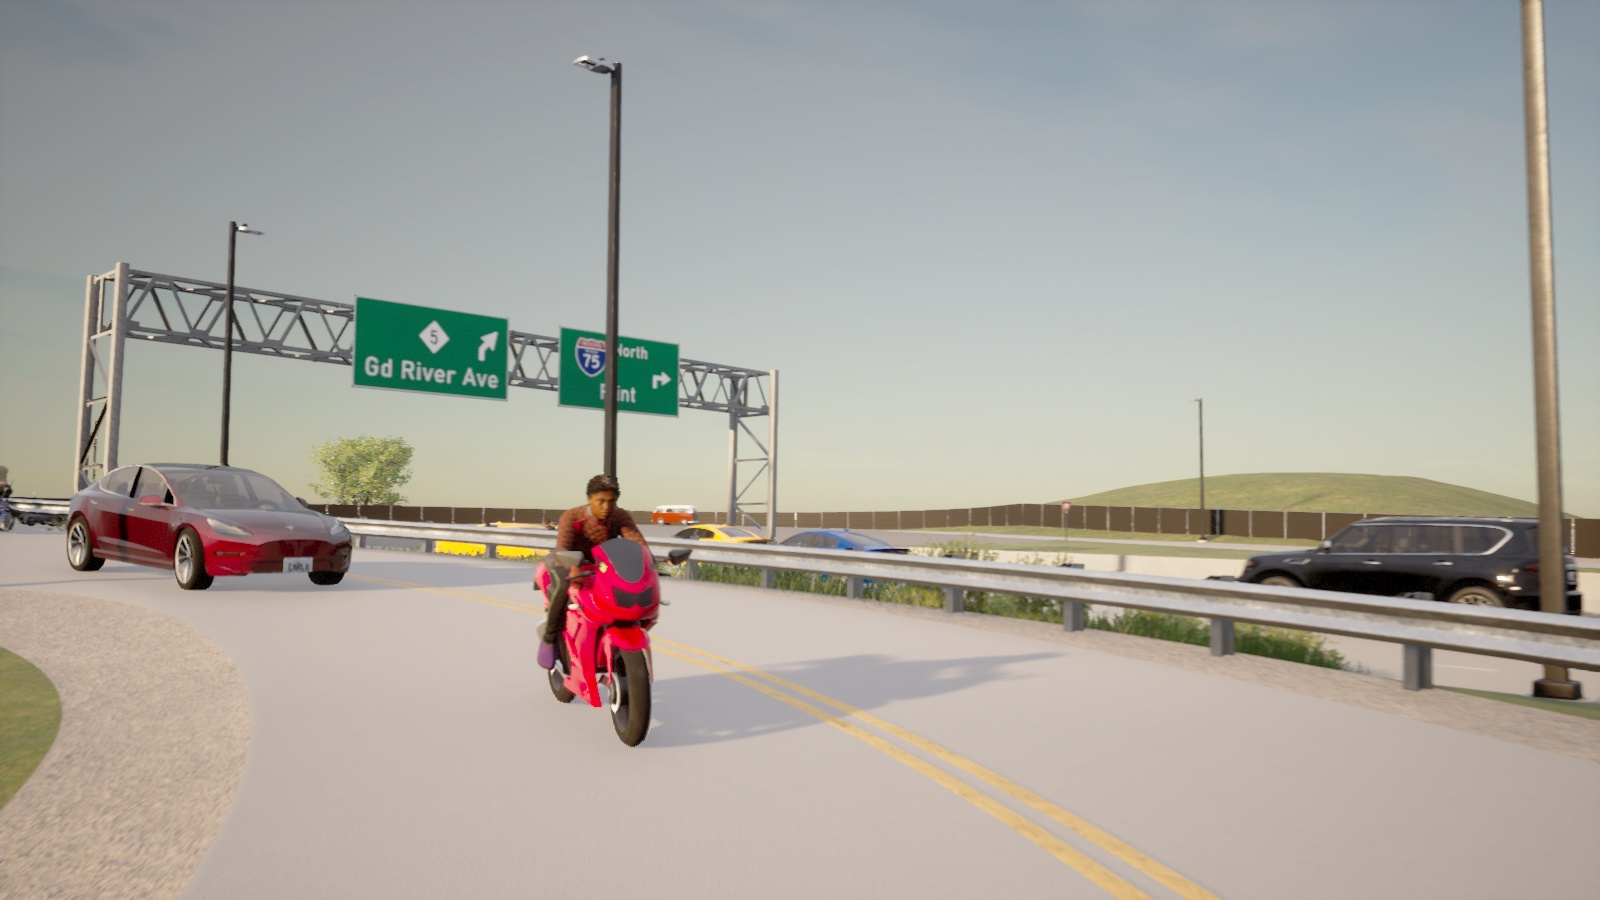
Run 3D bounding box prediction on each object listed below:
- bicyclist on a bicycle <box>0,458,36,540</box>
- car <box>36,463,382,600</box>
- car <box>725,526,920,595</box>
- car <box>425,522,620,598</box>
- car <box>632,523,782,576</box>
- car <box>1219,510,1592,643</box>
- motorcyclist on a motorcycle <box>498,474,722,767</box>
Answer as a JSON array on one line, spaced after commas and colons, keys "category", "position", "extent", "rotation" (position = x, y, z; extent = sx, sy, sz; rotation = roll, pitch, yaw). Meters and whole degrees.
[{"category": "bicyclist on a bicycle", "position": [-16.478, 0.975, 25.466], "extent": [1.509, 1.612, 0.866], "rotation": [1, -2, 19]}, {"category": "car", "position": [-7.837, 0.982, 16.459], "extent": [4.792, 1.488, 2.163], "rotation": [0, -2, 39]}, {"category": "car", "position": [0.502, 2.753, 31.971], "extent": [5.008, 1.535, 1.882], "rotation": [-2, -4, 44]}, {"category": "car", "position": [-6.490, 2.482, 28.993], "extent": [5.008, 1.535, 1.882], "rotation": [-2, -4, 44]}, {"category": "car", "position": [-3.037, 3.146, 40.215], "extent": [5.008, 1.535, 1.882], "rotation": [-2, -4, 44]}, {"category": "car", "position": [10.578, 2.114, 22.316], "extent": [5.566, 2.045, 2.150], "rotation": [-2, -4, 44]}, {"category": "motorcyclist on a motorcycle", "position": [-1.233, 0.918, 7.698], "extent": [0.797, 1.523, 2.044], "rotation": [1, -1, -25]}]
